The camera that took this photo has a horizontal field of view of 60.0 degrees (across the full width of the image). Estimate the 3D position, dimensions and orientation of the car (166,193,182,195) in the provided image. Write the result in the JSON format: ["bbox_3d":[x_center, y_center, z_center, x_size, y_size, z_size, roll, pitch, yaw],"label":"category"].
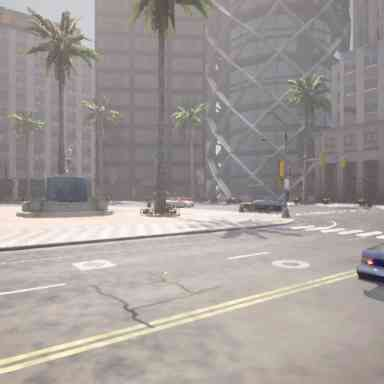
[{"bbox_3d":[-2.435,1.204,51.552,5.566,2.045,2.150,1,0,27],"label":"car"}]

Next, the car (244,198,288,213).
[{"bbox_3d":[8.076,1.588,36.830,1.895,1.301,4.718,0,0,-36],"label":"car"}]

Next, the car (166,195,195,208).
[{"bbox_3d":[-1.792,1.513,47.120,4.674,1.442,1.812,0,0,32],"label":"car"}]

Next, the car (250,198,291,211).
[{"bbox_3d":[9.520,1.511,40.659,1.812,1.442,4.674,0,0,-38],"label":"car"}]

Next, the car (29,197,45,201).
[{"bbox_3d":[-27.984,1.558,61.633,4.181,1.385,1.994,0,0,-10],"label":"car"}]

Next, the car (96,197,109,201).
[{"bbox_3d":[-18.220,1.591,62.516,4.718,1.301,1.895,0,0,1],"label":"car"}]

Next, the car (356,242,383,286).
[{"bbox_3d":[6.197,1.543,8.193,5.357,1.411,2.033,0,0,-35],"label":"car"}]
